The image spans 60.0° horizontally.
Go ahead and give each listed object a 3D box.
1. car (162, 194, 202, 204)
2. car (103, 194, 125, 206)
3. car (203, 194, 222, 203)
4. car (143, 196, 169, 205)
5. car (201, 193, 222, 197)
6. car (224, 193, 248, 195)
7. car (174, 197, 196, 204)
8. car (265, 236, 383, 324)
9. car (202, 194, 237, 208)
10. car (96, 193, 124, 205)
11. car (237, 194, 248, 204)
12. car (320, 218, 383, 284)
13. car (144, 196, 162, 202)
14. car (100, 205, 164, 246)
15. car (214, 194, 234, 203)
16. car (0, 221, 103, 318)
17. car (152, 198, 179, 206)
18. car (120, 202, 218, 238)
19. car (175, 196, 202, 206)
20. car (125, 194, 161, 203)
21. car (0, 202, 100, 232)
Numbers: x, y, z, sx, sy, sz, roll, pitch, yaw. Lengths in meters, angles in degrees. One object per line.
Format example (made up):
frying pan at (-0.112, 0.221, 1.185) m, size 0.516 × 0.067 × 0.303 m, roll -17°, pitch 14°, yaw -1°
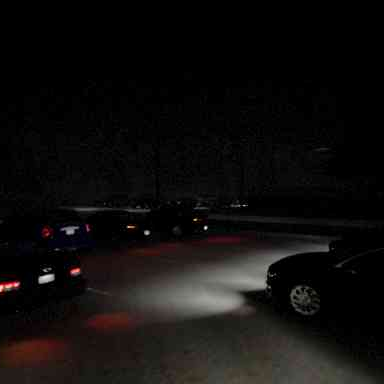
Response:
car at (-1.180, 1.368, 42.497) m, size 2.097 × 1.767 × 4.553 m, roll 0°, pitch 0°, yaw 36°
car at (-9.910, 1.514, 48.338) m, size 2.128 × 1.511 × 4.902 m, roll 0°, pitch 0°, yaw 36°
car at (4.571, 1.380, 73.974) m, size 2.097 × 1.767 × 4.553 m, roll 0°, pitch 0°, yaw 37°
car at (-6.331, 1.530, 59.206) m, size 1.837 × 1.490 × 4.892 m, roll 0°, pitch 0°, yaw 36°
car at (1.962, 1.240, 52.802) m, size 2.150 × 2.045 × 5.566 m, roll 0°, pitch 0°, yaw 37°
car at (8.906, 1.238, 62.317) m, size 2.150 × 2.045 × 5.566 m, roll 0°, pitch 0°, yaw 37°
car at (-1.339, 1.626, 65.984) m, size 1.895 × 1.301 × 4.718 m, roll 0°, pitch 0°, yaw 36°
car at (3.690, 1.505, 5.658) m, size 4.892 × 1.490 × 1.837 m, roll 0°, pitch 0°, yaw 35°
car at (4.182, 1.508, 49.905) m, size 2.128 × 1.511 × 4.902 m, roll 0°, pitch 0°, yaw 36°
car at (-12.095, 1.246, 51.299) m, size 2.150 × 2.045 × 5.566 m, roll 0°, pitch 0°, yaw 35°
car at (10.027, 1.580, 57.969) m, size 1.994 × 1.385 × 4.181 m, roll 0°, pitch 0°, yaw 35°
car at (5.898, 1.526, 8.379) m, size 4.674 × 1.442 × 1.812 m, roll 0°, pitch 0°, yaw 36°
car at (-3.764, 1.619, 44.897) m, size 1.895 × 1.301 × 4.718 m, roll 0°, pitch 0°, yaw 36°
car at (-3.796, 1.533, 15.212) m, size 4.674 × 1.442 × 1.812 m, roll 0°, pitch 0°, yaw 34°
car at (6.838, 1.378, 71.220) m, size 2.097 × 1.767 × 4.553 m, roll 0°, pitch 0°, yaw 37°
car at (-4.569, 1.553, 7.241) m, size 5.357 × 1.411 × 2.033 m, roll 0°, pitch 0°, yaw 36°
car at (-4.468, 1.624, 55.842) m, size 1.895 × 1.301 × 4.718 m, roll 0°, pitch 0°, yaw 36°
car at (-1.319, 1.512, 17.766) m, size 4.892 × 1.490 × 1.837 m, roll 0°, pitch 0°, yaw 34°
car at (-0.532, 1.498, 55.311) m, size 1.882 × 1.535 × 5.008 m, roll 0°, pitch 0°, yaw 36°
car at (-6.407, 1.242, 47.219) m, size 2.150 × 2.045 × 5.566 m, roll 0°, pitch 0°, yaw 35°
car at (-5.851, 1.360, 12.320) m, size 4.553 × 1.767 × 2.097 m, roll 0°, pitch 0°, yaw 34°
